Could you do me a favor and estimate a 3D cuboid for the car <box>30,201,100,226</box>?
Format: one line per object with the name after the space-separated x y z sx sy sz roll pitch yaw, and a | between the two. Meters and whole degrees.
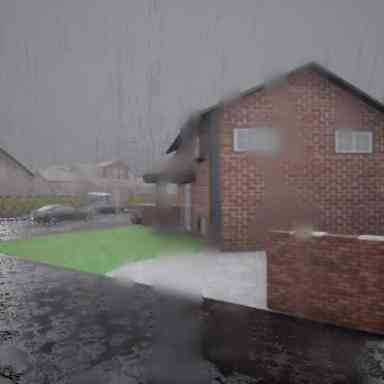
-9.497 1.628 24.580 1.812 1.442 4.674 0 0 37 | car

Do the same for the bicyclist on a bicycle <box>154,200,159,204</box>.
-2.813 1.431 26.495 1.656 1.620 0.582 -1 0 36 | bicyclist on a bicycle

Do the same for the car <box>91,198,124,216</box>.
-8.869 1.612 32.456 2.128 1.511 4.902 0 0 36 | car
